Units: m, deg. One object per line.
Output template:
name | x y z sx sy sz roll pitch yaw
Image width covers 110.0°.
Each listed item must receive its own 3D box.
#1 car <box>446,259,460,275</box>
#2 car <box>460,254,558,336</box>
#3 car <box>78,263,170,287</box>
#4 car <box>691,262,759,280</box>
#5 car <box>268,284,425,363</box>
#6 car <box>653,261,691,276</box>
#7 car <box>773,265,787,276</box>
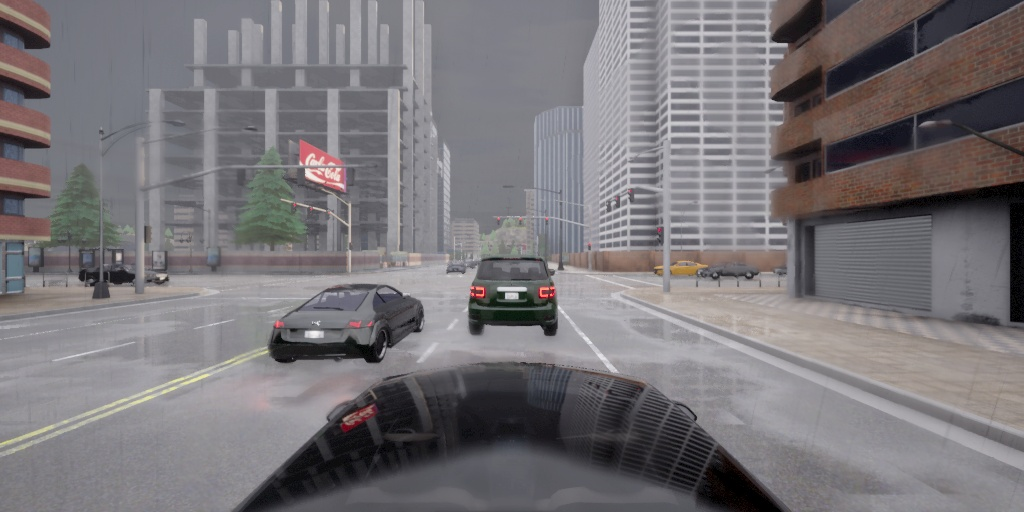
car | -6.191 1.314 39.317 1.994 1.385 4.181 0 0 -9
car | 0.102 0.971 10.543 2.150 2.045 5.566 0 0 2
car | -25.911 1.241 24.062 4.902 1.511 2.128 0 0 0
car | 18.782 1.241 31.245 4.902 1.511 2.128 0 0 0
car | -3.375 1.314 8.156 1.994 1.385 4.181 0 0 0
car | 16.305 1.227 34.746 5.008 1.535 1.882 0 0 0
car | 28.058 1.242 34.728 4.902 1.511 2.128 0 0 0
